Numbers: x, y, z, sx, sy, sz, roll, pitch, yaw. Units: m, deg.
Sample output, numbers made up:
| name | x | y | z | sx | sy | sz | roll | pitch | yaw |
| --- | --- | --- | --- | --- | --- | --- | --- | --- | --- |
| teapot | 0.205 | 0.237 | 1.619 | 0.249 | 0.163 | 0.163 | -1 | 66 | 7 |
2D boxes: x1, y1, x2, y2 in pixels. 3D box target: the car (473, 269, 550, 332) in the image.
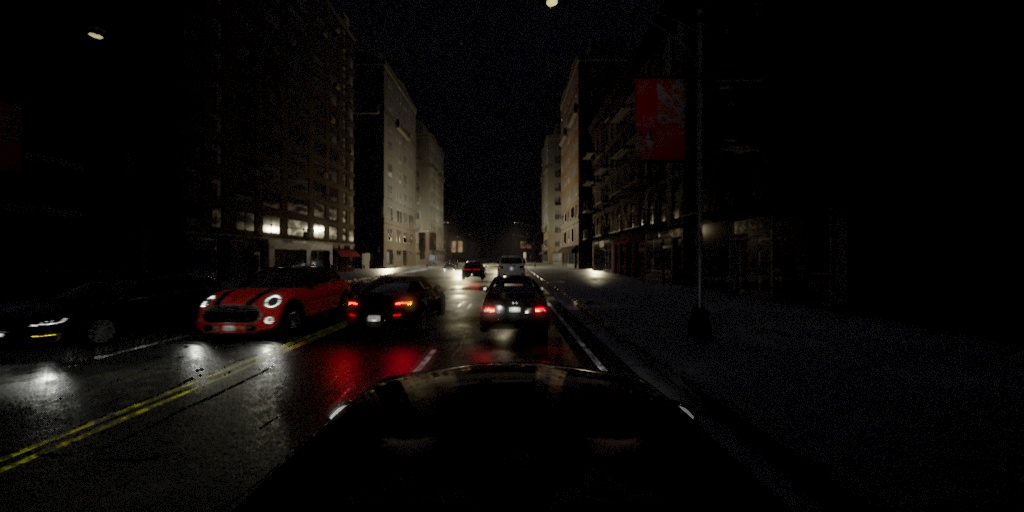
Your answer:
| name | x | y | z | sx | sy | sz | roll | pitch | yaw |
| --- | --- | --- | --- | --- | --- | --- | --- | --- | --- |
| car | 0.053 | 1.301 | 10.863 | 2.033 | 1.411 | 5.357 | 0 | 0 | 0 |

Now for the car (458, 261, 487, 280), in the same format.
| name | x | y | z | sx | sy | sz | roll | pitch | yaw |
| --- | --- | --- | --- | --- | --- | --- | --- | --- | --- |
| car | -3.311 | 1.277 | 31.739 | 1.837 | 1.490 | 4.892 | 0 | 0 | -1 |

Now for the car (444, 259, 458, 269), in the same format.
| name | x | y | z | sx | sy | sz | roll | pitch | yaw |
| --- | --- | --- | --- | --- | --- | --- | --- | --- | --- |
| car | -10.074 | 1.328 | 59.689 | 1.837 | 1.490 | 4.892 | 0 | 0 | 0 |

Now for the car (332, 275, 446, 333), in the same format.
| name | x | y | z | sx | sy | sz | roll | pitch | yaw |
| --- | --- | --- | --- | --- | --- | --- | --- | --- | --- |
| car | -3.196 | 1.279 | 10.581 | 1.812 | 1.442 | 4.674 | 0 | 0 | 0 |

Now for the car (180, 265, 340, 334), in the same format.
| name | x | y | z | sx | sy | sz | roll | pitch | yaw |
| --- | --- | --- | --- | --- | --- | --- | --- | --- | --- |
| car | -6.648 | 1.105 | 10.647 | 2.097 | 1.767 | 4.553 | 0 | 0 | 0 |

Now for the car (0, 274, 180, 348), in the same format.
| name | x | y | z | sx | sy | sz | roll | pitch | yaw |
| --- | --- | --- | --- | --- | --- | --- | --- | --- | --- |
| car | -9.891 | 1.256 | 9.323 | 1.837 | 1.490 | 4.892 | 0 | 0 | 0 |

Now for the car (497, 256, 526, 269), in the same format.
| name | x | y | z | sx | sy | sz | roll | pitch | yaw |
| --- | --- | --- | --- | --- | --- | --- | --- | --- | --- |
| car | -0.050 | 0.992 | 29.396 | 2.150 | 2.045 | 5.566 | 0 | 0 | 0 |
